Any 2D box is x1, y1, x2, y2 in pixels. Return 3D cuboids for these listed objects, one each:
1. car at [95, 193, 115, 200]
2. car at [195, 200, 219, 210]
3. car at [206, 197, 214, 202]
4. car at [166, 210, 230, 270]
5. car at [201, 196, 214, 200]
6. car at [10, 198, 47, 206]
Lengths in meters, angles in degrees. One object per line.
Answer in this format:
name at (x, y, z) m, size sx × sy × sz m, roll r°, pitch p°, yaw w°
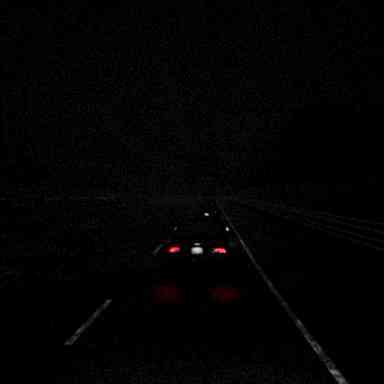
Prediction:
car at (-14.590, 1.264, 56.179) m, size 2.150 × 2.045 × 5.566 m, roll 0°, pitch 0°, yaw 4°
car at (1.161, 1.604, 26.021) m, size 1.994 × 1.385 × 4.181 m, roll 0°, pitch 0°, yaw 3°
car at (4.214, 1.719, 77.684) m, size 1.895 × 1.301 × 4.718 m, roll 0°, pitch 0°, yaw 3°
car at (0.283, 1.565, 11.144) m, size 2.033 × 1.411 × 5.357 m, roll 0°, pitch 0°, yaw 3°
car at (2.860, 1.609, 54.764) m, size 1.837 × 1.490 × 4.892 m, roll 0°, pitch -1°, yaw 3°
car at (-16.054, 1.378, 32.847) m, size 2.097 × 1.767 × 4.553 m, roll 0°, pitch 0°, yaw 4°
